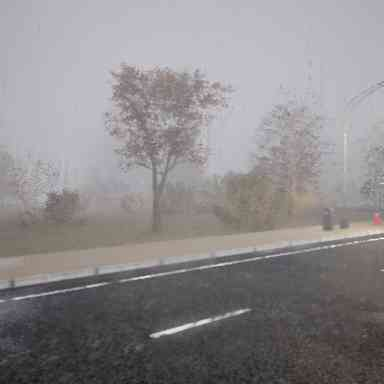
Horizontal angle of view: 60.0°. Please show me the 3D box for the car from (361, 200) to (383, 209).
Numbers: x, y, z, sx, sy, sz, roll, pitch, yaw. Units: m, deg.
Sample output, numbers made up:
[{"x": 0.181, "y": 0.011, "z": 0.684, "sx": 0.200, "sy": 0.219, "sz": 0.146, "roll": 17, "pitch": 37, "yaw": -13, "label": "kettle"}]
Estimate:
[{"x": 25.540, "y": 1.682, "z": 45.204, "sx": 1.895, "sy": 1.301, "sz": 4.718, "roll": 0, "pitch": -1, "yaw": -25, "label": "car"}]
